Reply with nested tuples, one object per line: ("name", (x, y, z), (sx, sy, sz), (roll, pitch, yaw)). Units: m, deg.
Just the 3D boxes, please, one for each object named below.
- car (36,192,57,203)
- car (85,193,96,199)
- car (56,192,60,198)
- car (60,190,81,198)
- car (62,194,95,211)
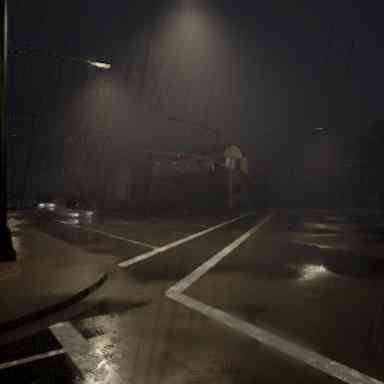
("car", (-23.291, 1.009, 52.624), (1.895, 1.301, 4.718), (0, 1, -36))
("car", (-21.075, 0.863, 67.612), (1.994, 1.385, 4.181), (0, 0, -36))
("car", (-29.776, 0.717, 73.678), (1.994, 1.385, 4.181), (0, -1, -36))
("car", (-23.667, 0.814, 65.223), (2.128, 1.511, 4.902), (0, 0, -36))
("car", (-13.300, 1.372, 38.753), (1.812, 1.442, 4.674), (0, 1, -36))
